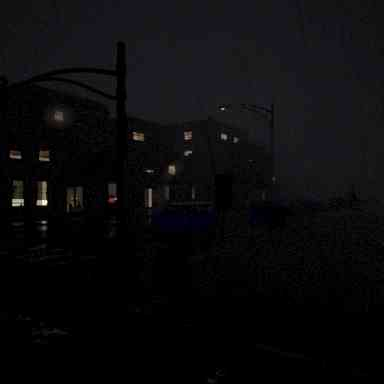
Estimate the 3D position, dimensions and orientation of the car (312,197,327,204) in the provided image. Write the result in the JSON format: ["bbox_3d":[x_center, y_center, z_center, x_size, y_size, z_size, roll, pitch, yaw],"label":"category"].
[{"bbox_3d":[27.682,1.728,72.131,1.752,1.417,4.829,0,0,35],"label":"car"}]

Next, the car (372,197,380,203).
[{"bbox_3d":[44.133,1.899,81.026,1.947,1.339,4.313,0,0,35],"label":"car"}]

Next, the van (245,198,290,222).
[{"bbox_3d":[6.149,1.436,26.733,1.690,1.788,3.998,0,0,35],"label":"van"}]

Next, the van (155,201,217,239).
[{"bbox_3d":[-0.181,1.407,17.684,1.690,1.788,3.998,0,0,35],"label":"van"}]

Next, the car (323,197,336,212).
[{"bbox_3d":[15.742,1.671,40.446,1.752,1.417,4.829,0,0,35],"label":"car"}]

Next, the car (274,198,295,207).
[{"bbox_3d":[15.119,1.665,54.173,1.887,1.381,4.507,0,0,35],"label":"car"}]

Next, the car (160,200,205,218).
[{"bbox_3d":[-0.805,1.558,31.412,1.752,1.417,4.829,0,0,35],"label":"car"}]

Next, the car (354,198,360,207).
[{"bbox_3d":[25.142,1.516,53.880,2.192,1.841,5.009,0,0,35],"label":"car"}]

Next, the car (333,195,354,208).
[{"bbox_3d":[21.977,1.497,49.355,2.192,1.841,5.009,0,0,35],"label":"car"}]

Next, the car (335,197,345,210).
[{"bbox_3d":[18.809,1.729,44.830,1.947,1.339,4.313,0,0,35],"label":"car"}]

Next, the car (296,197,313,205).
[{"bbox_3d":[21.450,1.705,63.222,1.887,1.381,4.507,0,0,35],"label":"car"}]

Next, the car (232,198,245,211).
[{"bbox_3d":[5.624,1.506,40.601,1.967,1.590,4.097,0,0,35],"label":"car"}]

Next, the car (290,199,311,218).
[{"bbox_3d":[9.313,1.655,31.256,1.887,1.381,4.507,0,0,35],"label":"car"}]

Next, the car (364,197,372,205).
[{"bbox_3d":[34.637,1.810,67.452,1.887,1.381,4.507,0,0,35],"label":"car"}]

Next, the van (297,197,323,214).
[{"bbox_3d":[12.480,1.469,35.781,1.690,1.788,3.998,0,0,35],"label":"van"}]

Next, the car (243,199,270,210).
[{"bbox_3d":[8.788,1.629,45.125,1.887,1.381,4.507,0,0,35],"label":"car"}]

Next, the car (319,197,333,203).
[{"bbox_3d":[30.945,1.792,76.795,1.947,1.339,4.313,0,0,35],"label":"car"}]

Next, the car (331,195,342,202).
[{"bbox_3d":[37.276,1.712,85.844,1.967,1.590,4.097,0,0,35],"label":"car"}]

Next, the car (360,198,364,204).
[{"bbox_3d":[28.404,1.748,58.543,1.752,1.417,4.829,0,0,35],"label":"car"}]
